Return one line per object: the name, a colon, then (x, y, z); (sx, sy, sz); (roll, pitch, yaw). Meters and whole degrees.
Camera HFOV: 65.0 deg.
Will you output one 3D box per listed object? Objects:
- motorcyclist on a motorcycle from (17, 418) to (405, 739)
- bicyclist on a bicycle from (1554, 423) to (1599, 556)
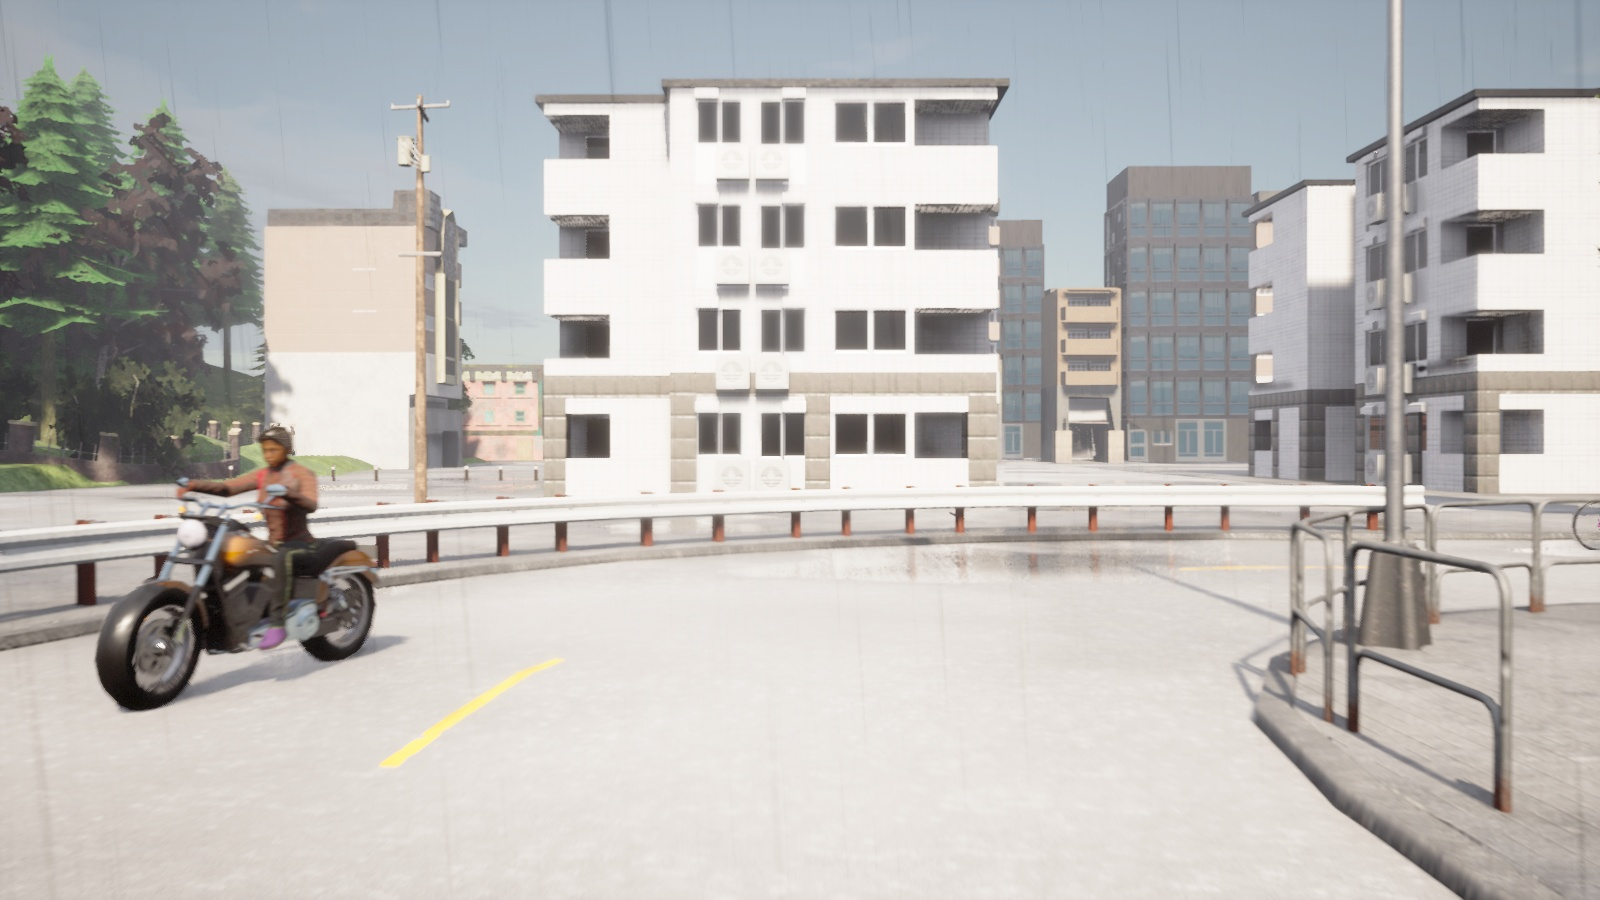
motorcyclist on a motorcycle: (-3.463, 0.652, 7.710); (0.766, 1.649, 2.350); (1, 1, 17)
bicyclist on a bicycle: (11.359, 0.530, 17.047); (1.843, 1.776, 0.659); (0, 0, 0)
